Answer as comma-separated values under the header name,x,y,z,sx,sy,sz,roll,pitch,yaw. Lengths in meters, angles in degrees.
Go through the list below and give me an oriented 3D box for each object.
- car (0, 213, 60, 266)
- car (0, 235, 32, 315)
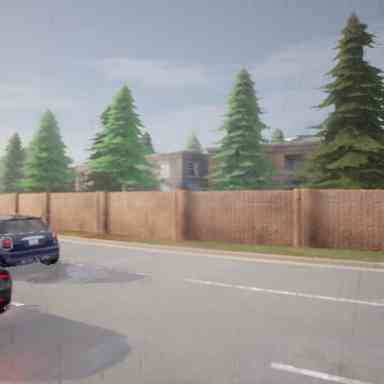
name,x,y,z,sx,sy,sz,roll,pitch,yaw
car,-6.554,1.542,11.105,4.553,1.767,2.097,-1,-1,32
car,-5.449,1.617,6.290,4.892,1.490,1.837,0,-1,30
